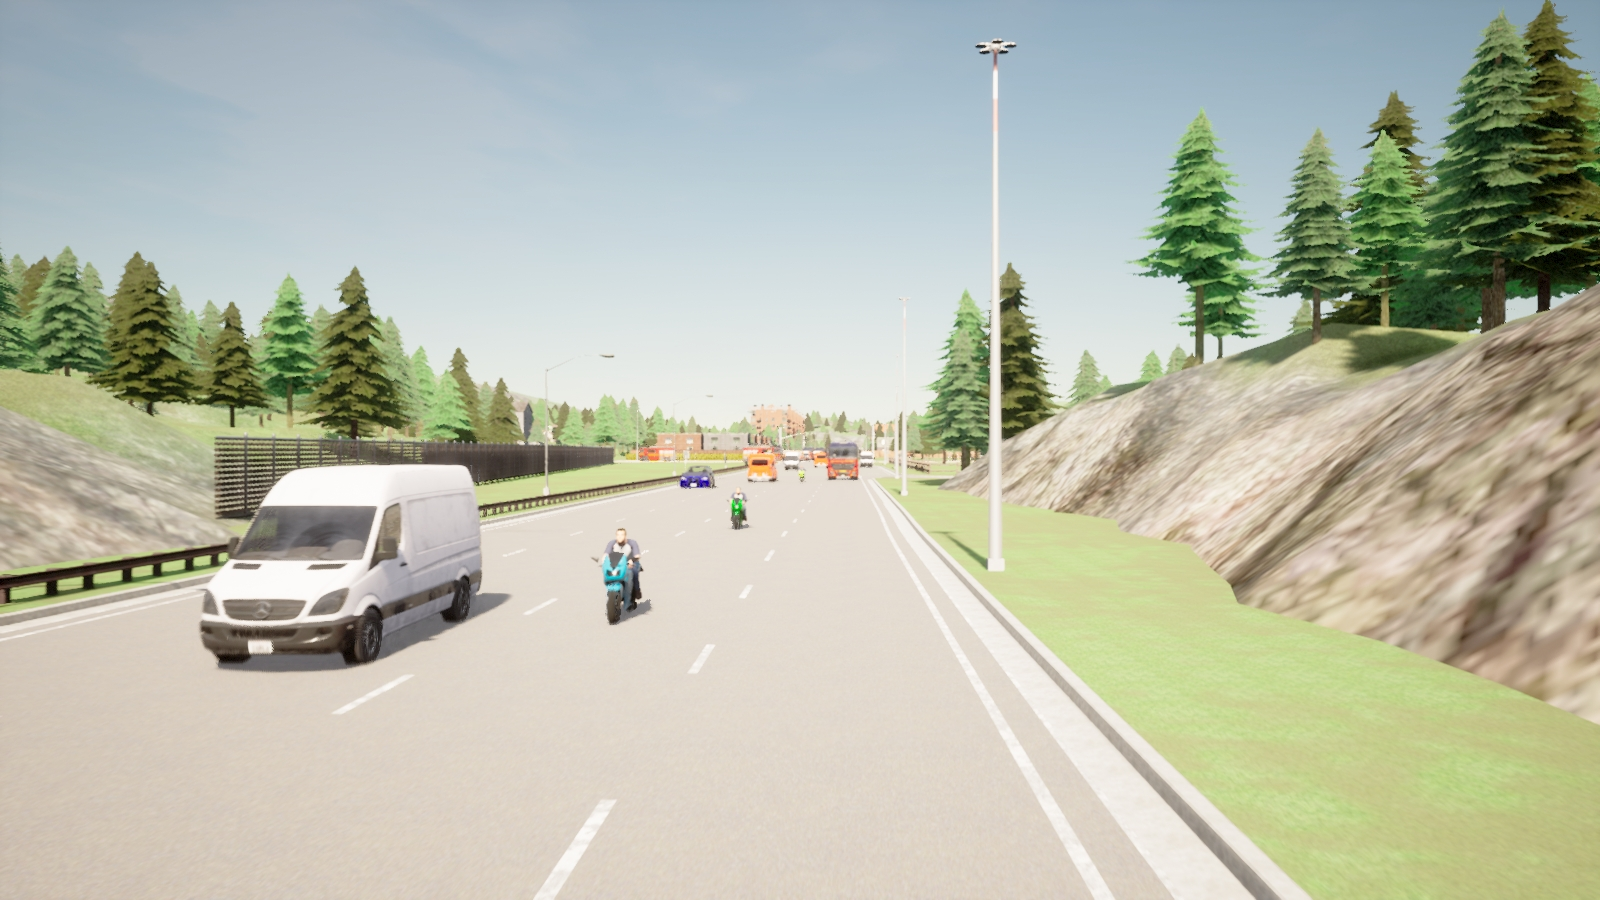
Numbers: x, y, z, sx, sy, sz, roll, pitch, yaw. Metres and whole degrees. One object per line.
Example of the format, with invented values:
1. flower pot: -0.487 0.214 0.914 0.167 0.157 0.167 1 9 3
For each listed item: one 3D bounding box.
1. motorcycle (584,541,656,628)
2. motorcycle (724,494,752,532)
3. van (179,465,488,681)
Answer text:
1. motorcycle: -2.947 2.187 18.928 0.803 1.199 2.033 0 0 2
2. motorcycle: -2.158 2.190 40.081 0.803 1.199 2.033 0 0 2
3. van: -6.516 1.535 16.913 1.988 2.561 5.915 0 0 2
